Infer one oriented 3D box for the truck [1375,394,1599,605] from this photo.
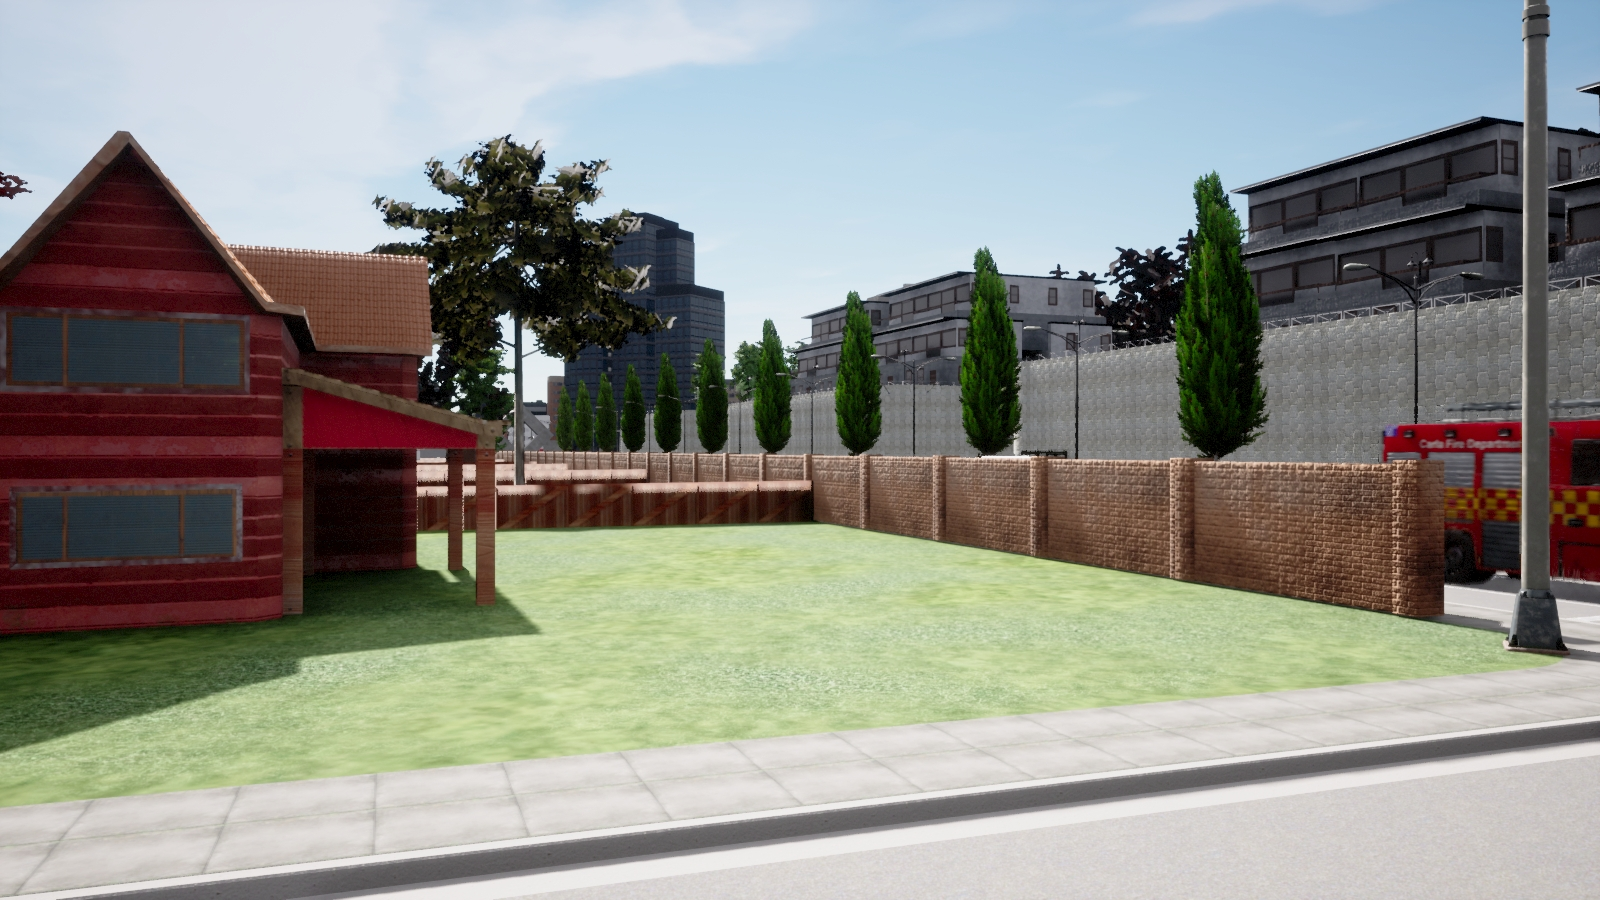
[{"bbox_3d":[15.608,0.890,21.883,2.891,3.827,8.468,0,0,-21],"label":"truck"}]
